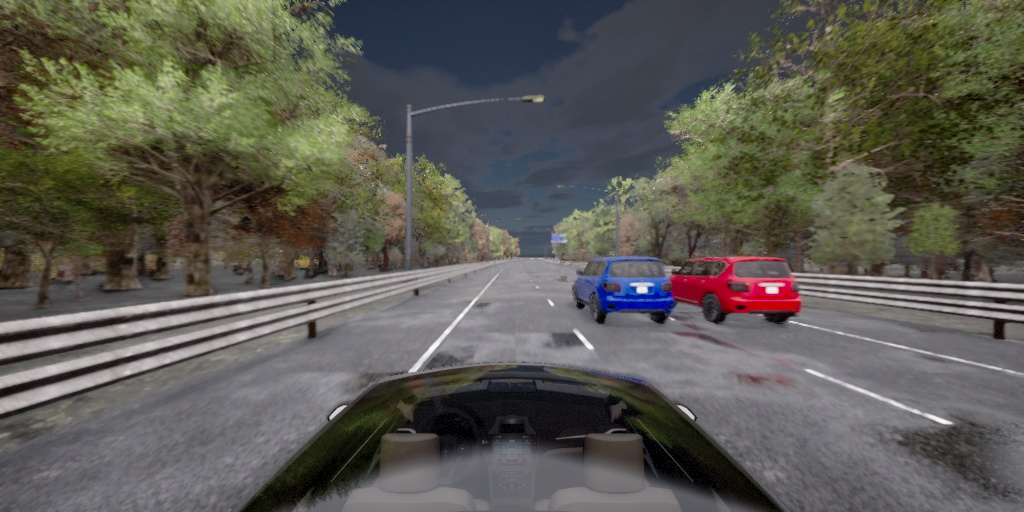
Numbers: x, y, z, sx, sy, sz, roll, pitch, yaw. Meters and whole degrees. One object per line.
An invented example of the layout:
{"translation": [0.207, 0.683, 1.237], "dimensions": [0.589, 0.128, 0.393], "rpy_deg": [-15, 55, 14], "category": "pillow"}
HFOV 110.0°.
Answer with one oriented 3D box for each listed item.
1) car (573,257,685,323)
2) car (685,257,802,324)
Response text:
{"translation": [3.598, 1.049, 12.597], "dimensions": [2.150, 2.045, 5.566], "rpy_deg": [0, 0, 0], "category": "car"}
{"translation": [7.098, 1.048, 12.464], "dimensions": [2.150, 2.045, 5.566], "rpy_deg": [0, 0, 0], "category": "car"}
